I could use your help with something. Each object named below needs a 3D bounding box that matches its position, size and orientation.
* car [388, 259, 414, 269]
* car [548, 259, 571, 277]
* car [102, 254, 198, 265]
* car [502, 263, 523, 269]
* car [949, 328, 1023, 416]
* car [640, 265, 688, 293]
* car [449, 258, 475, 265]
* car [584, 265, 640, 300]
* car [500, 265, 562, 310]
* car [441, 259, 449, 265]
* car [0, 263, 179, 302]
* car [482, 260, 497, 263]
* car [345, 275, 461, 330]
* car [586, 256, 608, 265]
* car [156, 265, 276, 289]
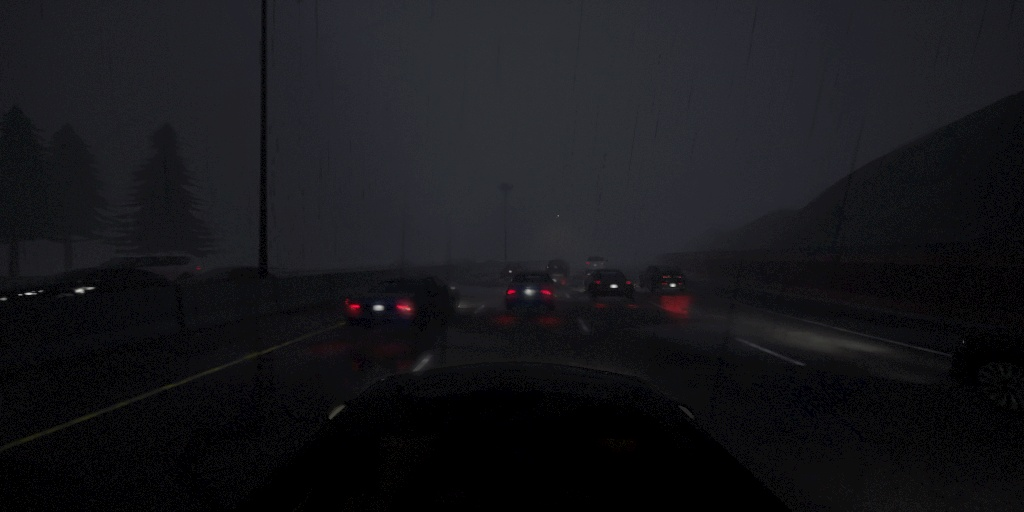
[{"bbox_3d":[-16.132,1.215,52.531,1.812,1.442,4.674,0,0,18],"label":"car"},{"bbox_3d":[4.650,1.101,35.698,2.097,1.767,4.553,0,0,14],"label":"car"},{"bbox_3d":[-19.950,0.913,19.220,2.150,2.045,5.566,0,0,7],"label":"car"},{"bbox_3d":[0.297,1.303,32.672,1.994,1.385,4.181,0,0,12],"label":"car"},{"bbox_3d":[7.198,1.260,3.076,2.128,1.511,4.902,0,0,1],"label":"car"},{"bbox_3d":[8.729,1.270,21.048,1.837,1.490,4.892,0,0,8],"label":"car"},{"bbox_3d":[-7.433,1.201,56.498,2.128,1.511,4.902,0,0,19],"label":"car"},{"bbox_3d":[4.768,1.320,17.950,1.994,1.385,4.181,0,0,7],"label":"car"},{"bbox_3d":[0.845,1.292,14.731,2.033,1.411,5.357,1,0,6],"label":"car"},{"bbox_3d":[-9.991,1.180,59.809,1.882,1.535,5.008,0,0,19],"label":"car"},{"bbox_3d":[-16.901,1.206,14.496,1.837,1.490,4.892,0,0,6],"label":"car"},{"bbox_3d":[-3.449,1.267,57.336,2.033,1.411,5.357,0,0,19],"label":"car"},{"bbox_3d":[-2.993,1.286,11.039,2.033,1.411,5.357,0,0,4],"label":"car"},{"bbox_3d":[9.497,0.981,40.159,2.150,2.045,5.566,0,0,17],"label":"car"},{"bbox_3d":[-13.174,1.236,16.734,1.812,1.442,4.674,0,0,6],"label":"car"}]
